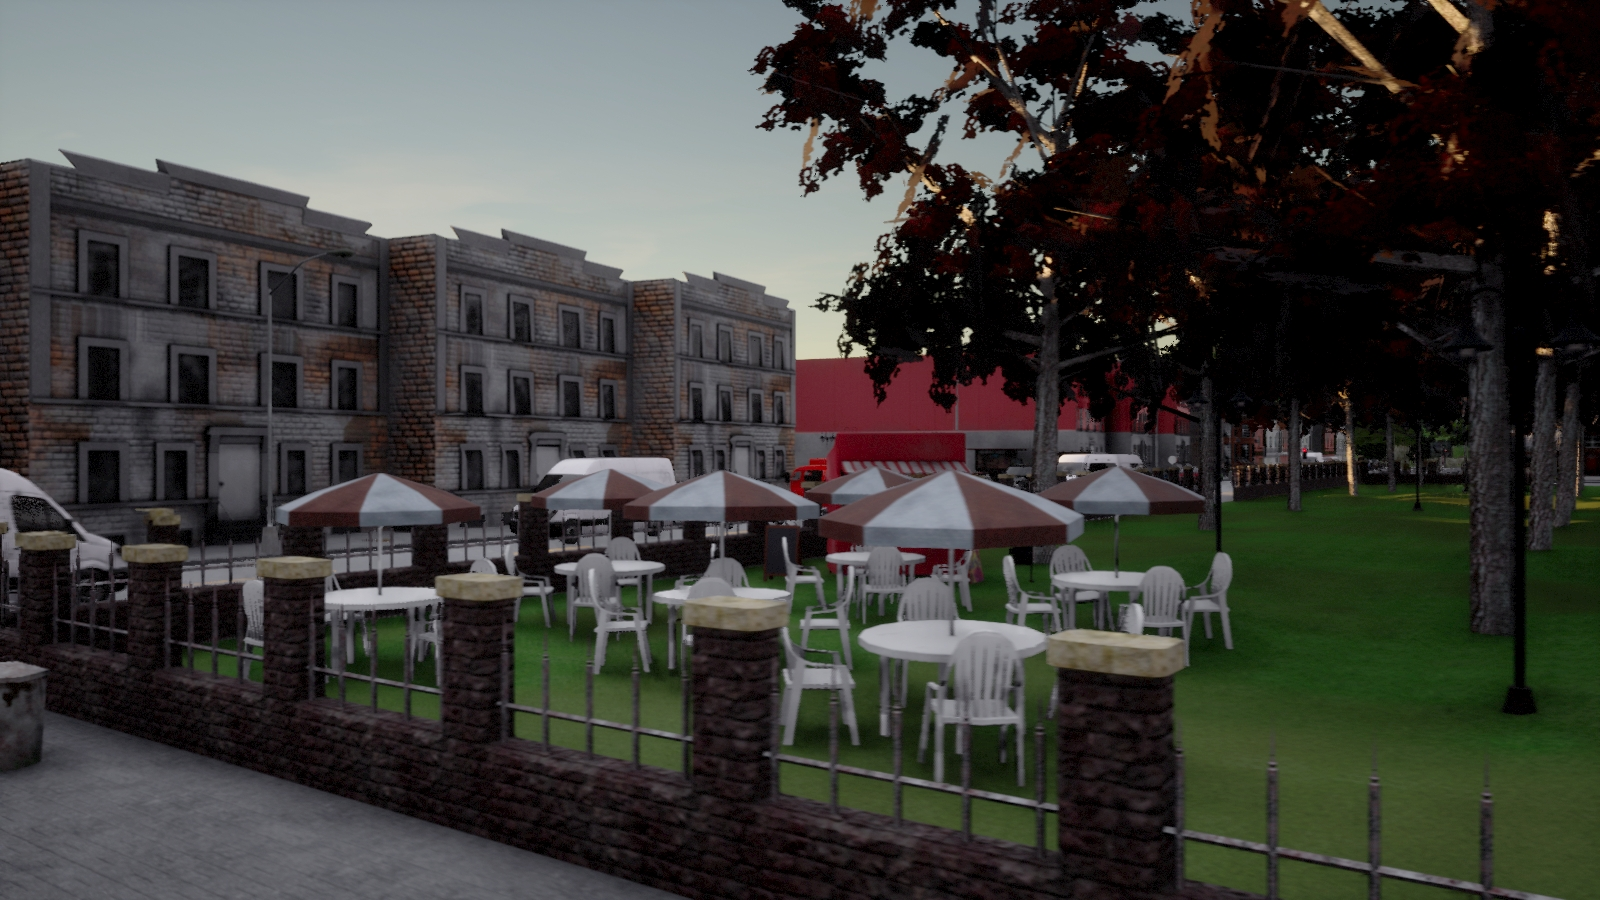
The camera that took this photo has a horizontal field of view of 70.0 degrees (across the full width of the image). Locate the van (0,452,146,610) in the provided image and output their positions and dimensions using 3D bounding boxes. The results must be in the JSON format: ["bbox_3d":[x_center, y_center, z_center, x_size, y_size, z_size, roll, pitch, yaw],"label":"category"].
[{"bbox_3d":[-14.035,1.313,18.489,1.988,2.561,5.915,0,0,25],"label":"van"}]

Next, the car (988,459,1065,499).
[{"bbox_3d":[12.632,1.560,63.413,2.150,2.045,5.566,0,0,35],"label":"car"}]

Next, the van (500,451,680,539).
[{"bbox_3d":[-6.494,1.315,36.117,1.988,2.561,5.915,0,0,35],"label":"van"}]

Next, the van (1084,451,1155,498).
[{"bbox_3d":[17.990,1.314,64.156,1.988,2.561,5.915,0,0,35],"label":"van"}]

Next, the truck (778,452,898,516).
[{"bbox_3d":[1.661,1.346,47.773,2.627,2.467,5.204,0,0,35],"label":"truck"}]

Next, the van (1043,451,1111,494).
[{"bbox_3d":[16.915,1.315,69.591,1.988,2.561,5.915,0,0,35],"label":"van"}]
